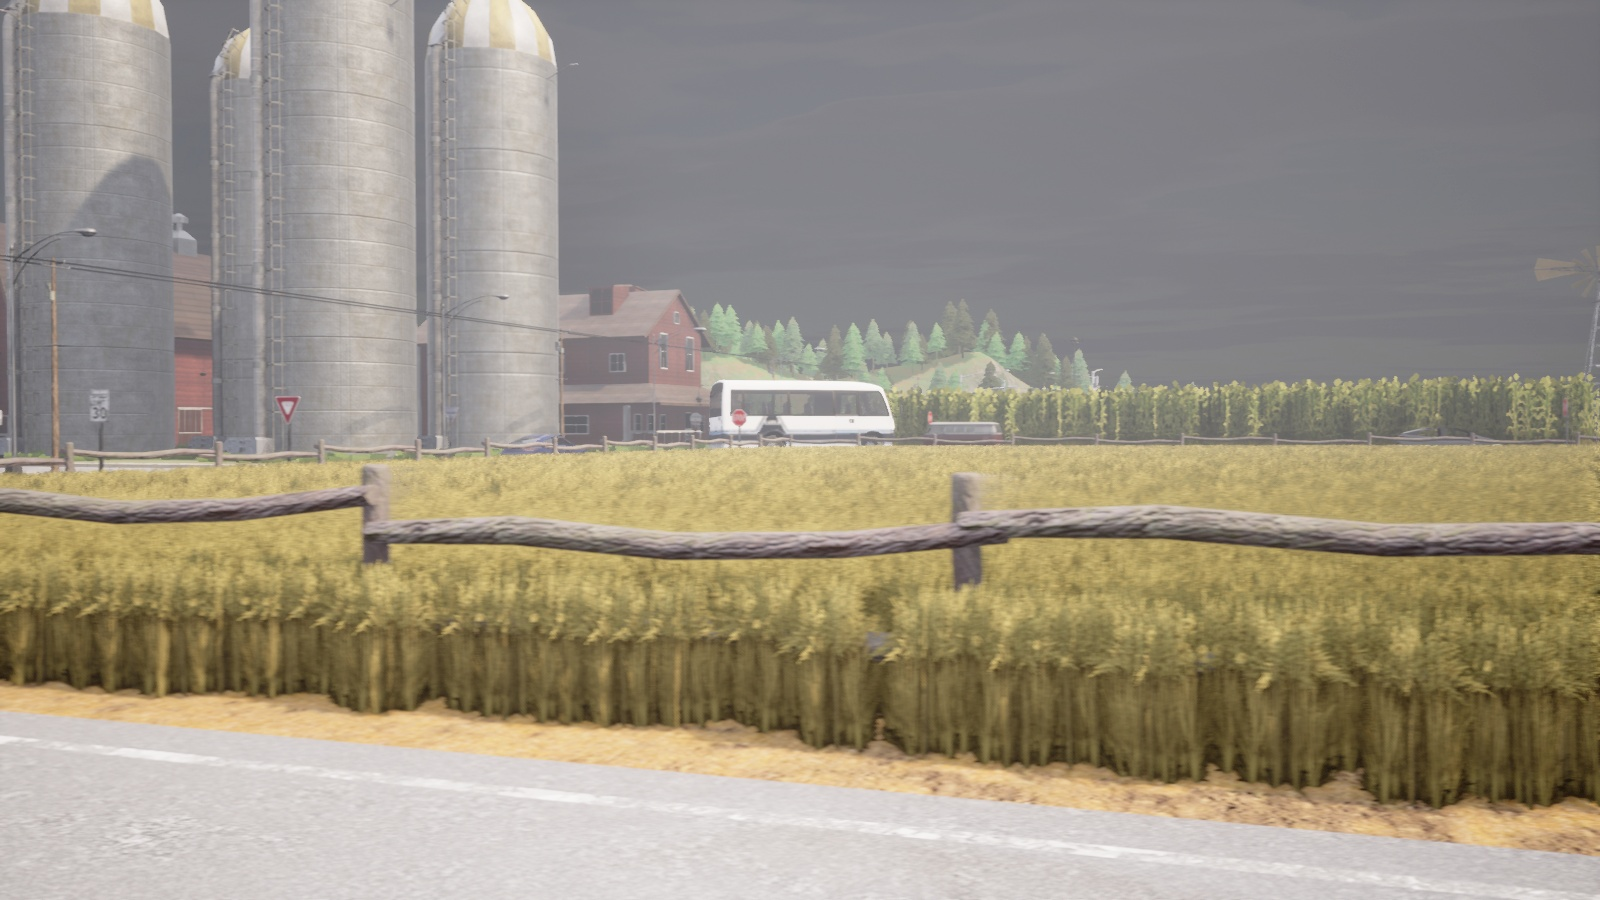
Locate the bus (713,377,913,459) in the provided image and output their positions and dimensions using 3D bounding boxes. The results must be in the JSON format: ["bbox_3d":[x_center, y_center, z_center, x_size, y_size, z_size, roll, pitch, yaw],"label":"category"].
[{"bbox_3d":[0.682,-1.653,69.035,10.273,4.253,3.944,0,-1,-17],"label":"bus"}]

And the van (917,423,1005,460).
[{"bbox_3d":[8.806,-0.487,68.643,4.442,1.987,1.775,1,1,22],"label":"van"}]

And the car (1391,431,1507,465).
[{"bbox_3d":[29.361,-0.103,57.001,4.514,1.525,2.007,0,1,22],"label":"car"}]

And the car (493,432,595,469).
[{"bbox_3d":[-10.357,-0.007,51.210,1.812,1.442,4.674,1,1,22],"label":"car"}]
